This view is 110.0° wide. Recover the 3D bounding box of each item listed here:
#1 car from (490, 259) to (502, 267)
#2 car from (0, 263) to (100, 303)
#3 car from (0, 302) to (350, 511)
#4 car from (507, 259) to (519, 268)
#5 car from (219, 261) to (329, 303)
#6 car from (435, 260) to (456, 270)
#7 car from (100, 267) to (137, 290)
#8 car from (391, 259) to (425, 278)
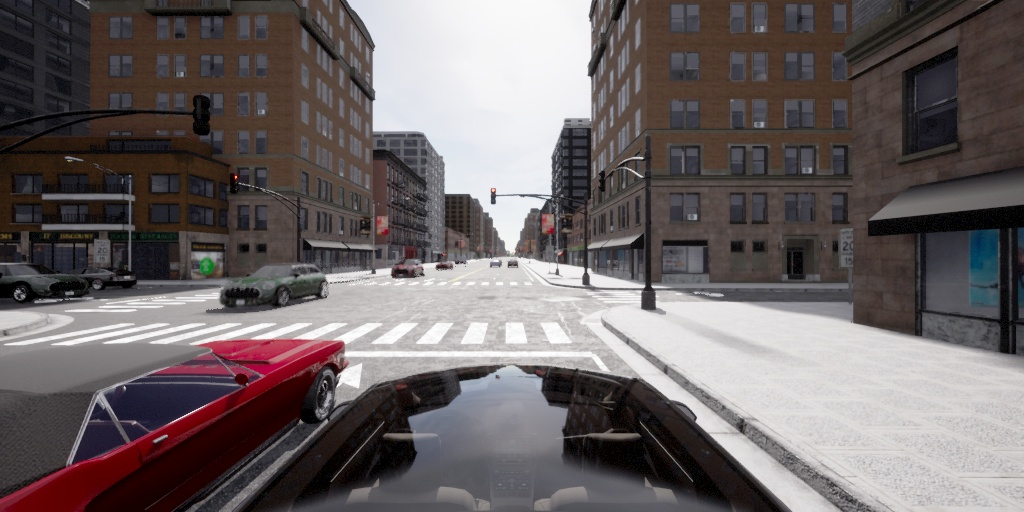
[{"bbox_3d":[-2.988,1.290,64.133,2.033,1.411,5.357,0,0,0],"label":"car"},{"bbox_3d":[-22.165,1.096,16.172,4.553,1.767,2.097,0,0,0],"label":"car"},{"bbox_3d":[-3.157,1.351,2.816,1.895,1.301,4.718,0,0,0],"label":"car"},{"bbox_3d":[0.157,1.248,62.178,1.837,1.490,4.892,0,0,0],"label":"car"},{"bbox_3d":[-9.816,1.097,15.213,2.097,1.767,4.553,0,0,0],"label":"car"},{"bbox_3d":[-9.716,1.347,51.698,1.895,1.301,4.718,0,0,0],"label":"car"},{"bbox_3d":[-25.325,1.331,21.680,4.313,1.339,1.948,0,0,0],"label":"car"},{"bbox_3d":[-9.767,1.103,33.844,2.097,1.767,4.553,0,0,0],"label":"car"}]
